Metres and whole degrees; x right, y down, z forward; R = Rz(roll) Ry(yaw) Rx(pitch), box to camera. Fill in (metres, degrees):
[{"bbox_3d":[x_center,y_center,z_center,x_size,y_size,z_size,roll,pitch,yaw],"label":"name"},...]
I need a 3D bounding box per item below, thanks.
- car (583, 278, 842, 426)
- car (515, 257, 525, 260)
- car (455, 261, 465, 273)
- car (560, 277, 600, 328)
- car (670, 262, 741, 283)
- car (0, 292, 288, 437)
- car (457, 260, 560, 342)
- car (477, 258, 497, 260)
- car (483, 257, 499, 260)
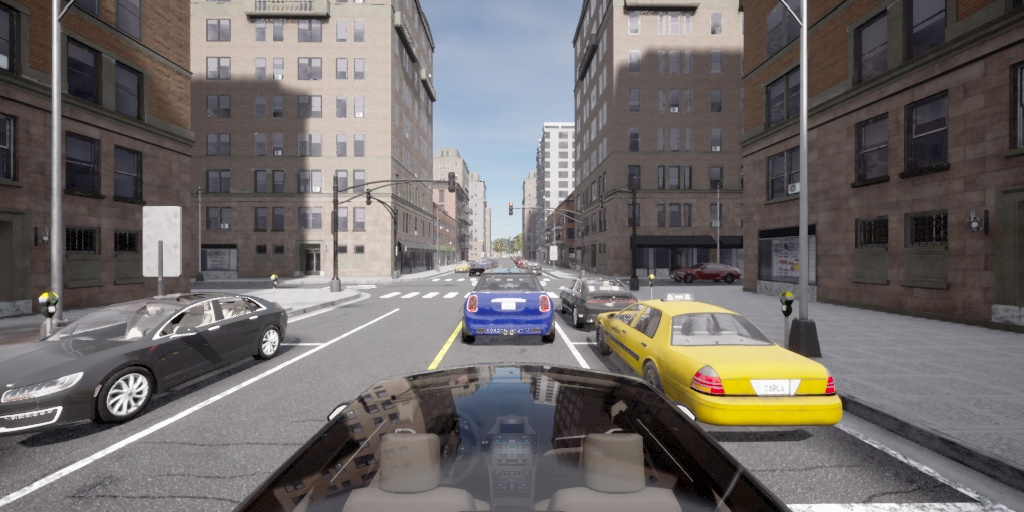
[{"bbox_3d":[2.602,1.275,5.894,1.751,1.417,4.829,0,0,-1],"label":"car"},{"bbox_3d":[1.925,1.182,60.729,1.967,1.591,4.097,0,0,-1],"label":"car"},{"bbox_3d":[-5.889,1.272,43.415,1.751,1.417,4.829,0,0,-1],"label":"car"},{"bbox_3d":[2.533,1.300,11.130,2.007,1.370,4.403,0,0,-1],"label":"car"},{"bbox_3d":[13.930,1.186,25.907,4.674,1.442,1.812,0,0,1],"label":"car"},{"bbox_3d":[-5.429,1.300,5.625,2.007,1.370,4.403,0,0,-1],"label":"car"},{"bbox_3d":[-0.085,1.102,9.885,2.097,1.767,4.553,0,0,0],"label":"car"},{"bbox_3d":[-3.380,1.294,46.264,2.033,1.411,5.357,0,0,0],"label":"car"},{"bbox_3d":[-3.497,1.308,56.270,1.994,1.385,4.181,0,0,-1],"label":"car"}]
